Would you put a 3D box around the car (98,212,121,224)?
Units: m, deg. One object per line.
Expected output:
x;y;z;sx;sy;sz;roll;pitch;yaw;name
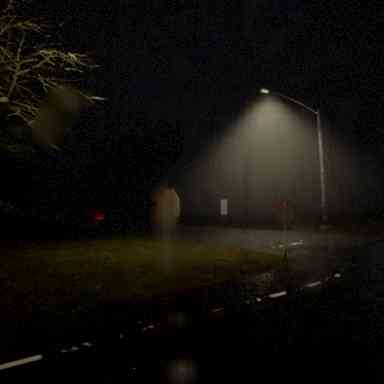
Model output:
-13.221;4.397;54.265;1.994;1.385;4.181;-1;-2;-33;car

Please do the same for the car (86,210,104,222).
-17.529;4.366;60.469;2.150;2.045;5.566;-1;-2;-35;car
